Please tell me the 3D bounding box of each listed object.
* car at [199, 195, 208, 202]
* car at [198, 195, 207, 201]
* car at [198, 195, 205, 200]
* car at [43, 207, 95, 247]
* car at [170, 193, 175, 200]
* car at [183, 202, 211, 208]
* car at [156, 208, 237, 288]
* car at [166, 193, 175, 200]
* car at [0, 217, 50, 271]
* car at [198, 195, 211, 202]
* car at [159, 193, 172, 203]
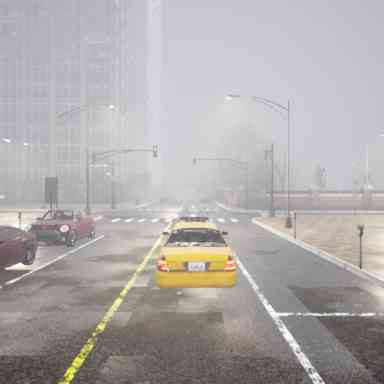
[{"bbox_3d":[2.618,1.454,74.814,1.887,1.381,4.507,0,0,0],"label":"car"},{"bbox_3d":[2.613,1.448,80.375,2.008,1.369,4.403,0,0,0],"label":"car"},{"bbox_3d":[2.602,1.411,91.496,1.887,1.381,4.507,0,0,0],"label":"car"},{"bbox_3d":[-5.705,1.433,14.667,1.967,1.590,4.097,0,0,0],"label":"car"},{"bbox_3d":[-5.918,1.323,85.874,1.967,1.590,4.097,0,0,0],"label":"car"},{"bbox_3d":[0.097,1.535,19.439,2.033,1.411,5.357,0,0,0],"label":"car"},{"bbox_3d":[0.090,1.454,9.176,1.801,1.575,5.366,0,0,0],"label":"car"},{"bbox_3d":[-5.923,1.181,91.432,2.192,1.841,5.009,0,0,0],"label":"car"},{"bbox_3d":[-5.700,1.579,8.975,1.802,1.307,4.206,0,0,0],"label":"car"},{"bbox_3d":[2.689,1.492,63.700,1.947,1.339,4.313,0,0,0],"label":"car"},{"bbox_3d":[-5.903,1.485,69.190,1.947,1.339,4.313,0,0,0],"label":"car"}]
